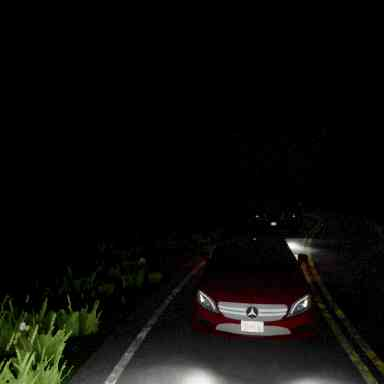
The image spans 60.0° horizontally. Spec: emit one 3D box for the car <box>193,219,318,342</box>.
[{"bbox_3d":[1.229,1.534,6.727,1.812,1.442,4.674,-1,0,11],"label":"car"}]

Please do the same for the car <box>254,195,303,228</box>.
[{"bbox_3d":[5.061,1.213,19.035,2.150,2.045,5.566,-2,-1,22],"label":"car"}]
